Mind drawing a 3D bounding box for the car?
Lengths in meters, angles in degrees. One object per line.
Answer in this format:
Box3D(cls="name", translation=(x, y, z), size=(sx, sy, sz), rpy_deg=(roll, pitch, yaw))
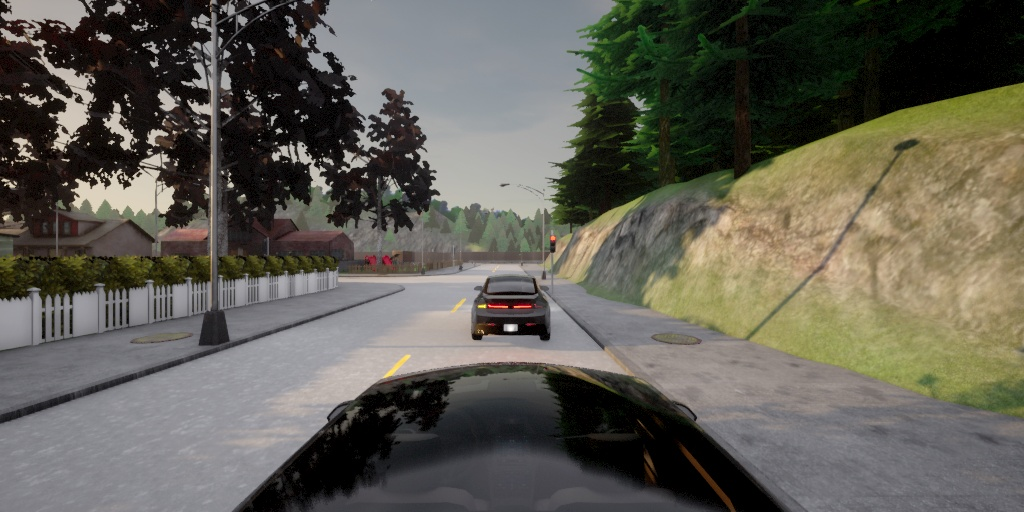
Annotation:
Box3D(cls="car", translation=(-0.017, 1.255, 9.933), size=(1.837, 1.490, 4.892), rpy_deg=(0, 0, 0))
